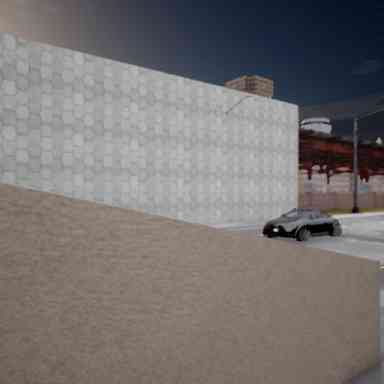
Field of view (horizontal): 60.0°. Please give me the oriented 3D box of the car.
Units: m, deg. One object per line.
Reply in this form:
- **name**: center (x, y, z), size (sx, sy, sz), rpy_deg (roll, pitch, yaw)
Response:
- **car**: center (5.478, 1.569, 16.393), size (4.181, 1.385, 1.994), rpy_deg (0, 0, -35)
